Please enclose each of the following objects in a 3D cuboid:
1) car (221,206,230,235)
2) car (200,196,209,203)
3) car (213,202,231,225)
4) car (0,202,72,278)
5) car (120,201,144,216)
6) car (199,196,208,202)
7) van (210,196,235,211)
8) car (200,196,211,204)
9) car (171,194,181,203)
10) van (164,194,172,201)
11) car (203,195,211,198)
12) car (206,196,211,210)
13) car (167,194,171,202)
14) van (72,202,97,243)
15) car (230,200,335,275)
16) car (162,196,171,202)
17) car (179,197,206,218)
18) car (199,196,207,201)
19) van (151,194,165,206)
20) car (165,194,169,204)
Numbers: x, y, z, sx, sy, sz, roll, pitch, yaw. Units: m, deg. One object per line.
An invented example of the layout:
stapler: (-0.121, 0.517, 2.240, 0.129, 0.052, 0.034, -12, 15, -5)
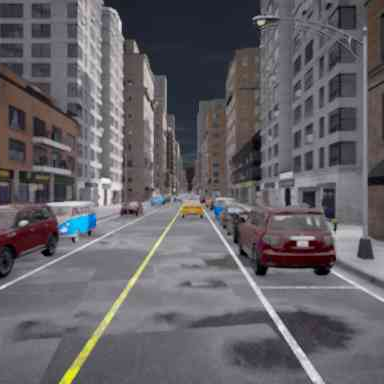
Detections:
car: (2.668, 1.594, 15.995, 1.947, 1.339, 4.313, 0, 0, 0)
car: (2.665, 1.615, 71.846, 1.947, 1.339, 4.313, 0, 0, 0)
car: (2.668, 1.585, 21.581, 2.008, 1.369, 4.403, 0, 0, 0)
car: (-5.857, 1.335, 10.395, 2.192, 1.841, 5.009, 0, 0, 0)
car: (-5.858, 1.587, 32.739, 1.887, 1.381, 4.507, 0, 0, 0)
car: (2.665, 1.614, 77.431, 1.947, 1.339, 4.313, 0, 0, 0)
van: (2.668, 1.380, 27.166, 1.690, 1.788, 3.998, 0, 0, 0)
car: (2.665, 1.600, 66.262, 2.008, 1.369, 4.403, 0, 0, 0)
car: (-3.004, 1.554, 70.260, 1.812, 1.442, 4.674, 0, 0, 0)
van: (-5.860, 1.389, 83.014, 1.690, 1.788, 3.998, 0, 0, 0)
car: (3.110, 1.400, 49.034, 2.097, 1.767, 4.553, 0, 0, 0)
car: (3.143, 1.549, 42.064, 1.837, 1.490, 4.892, 0, 0, 0)
car: (-5.860, 1.615, 66.256, 1.947, 1.339, 4.313, 0, 0, 0)
van: (-5.857, 1.370, 15.980, 1.690, 1.788, 3.998, 0, 0, 0)
car: (2.668, 1.335, 10.411, 2.192, 1.841, 5.009, 0, 0, 0)
car: (-5.861, 1.593, 77.428, 1.887, 1.381, 4.507, 0, 0, 0)
car: (0.053, 1.519, 30.998, 1.882, 1.535, 5.008, 0, 0, 0)
car: (2.664, 1.630, 83.016, 1.802, 1.307, 4.206, 0, 0, 0)
van: (-5.859, 1.390, 55.084, 1.690, 1.788, 3.998, 0, 0, 0)
car: (-5.860, 1.615, 60.669, 1.947, 1.339, 4.313, 0, 0, 0)
